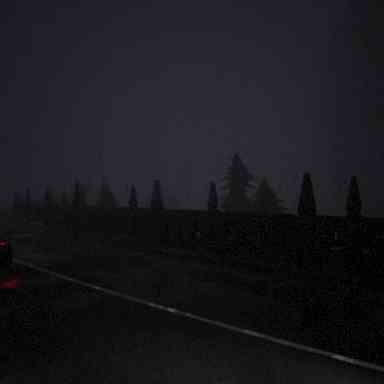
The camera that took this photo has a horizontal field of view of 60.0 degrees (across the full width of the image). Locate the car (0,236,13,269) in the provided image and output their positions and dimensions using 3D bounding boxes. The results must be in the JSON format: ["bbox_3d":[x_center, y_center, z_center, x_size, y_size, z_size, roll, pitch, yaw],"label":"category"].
[{"bbox_3d":[-7.358,1.659,10.597,4.181,1.385,1.994,-1,0,44],"label":"car"}]
